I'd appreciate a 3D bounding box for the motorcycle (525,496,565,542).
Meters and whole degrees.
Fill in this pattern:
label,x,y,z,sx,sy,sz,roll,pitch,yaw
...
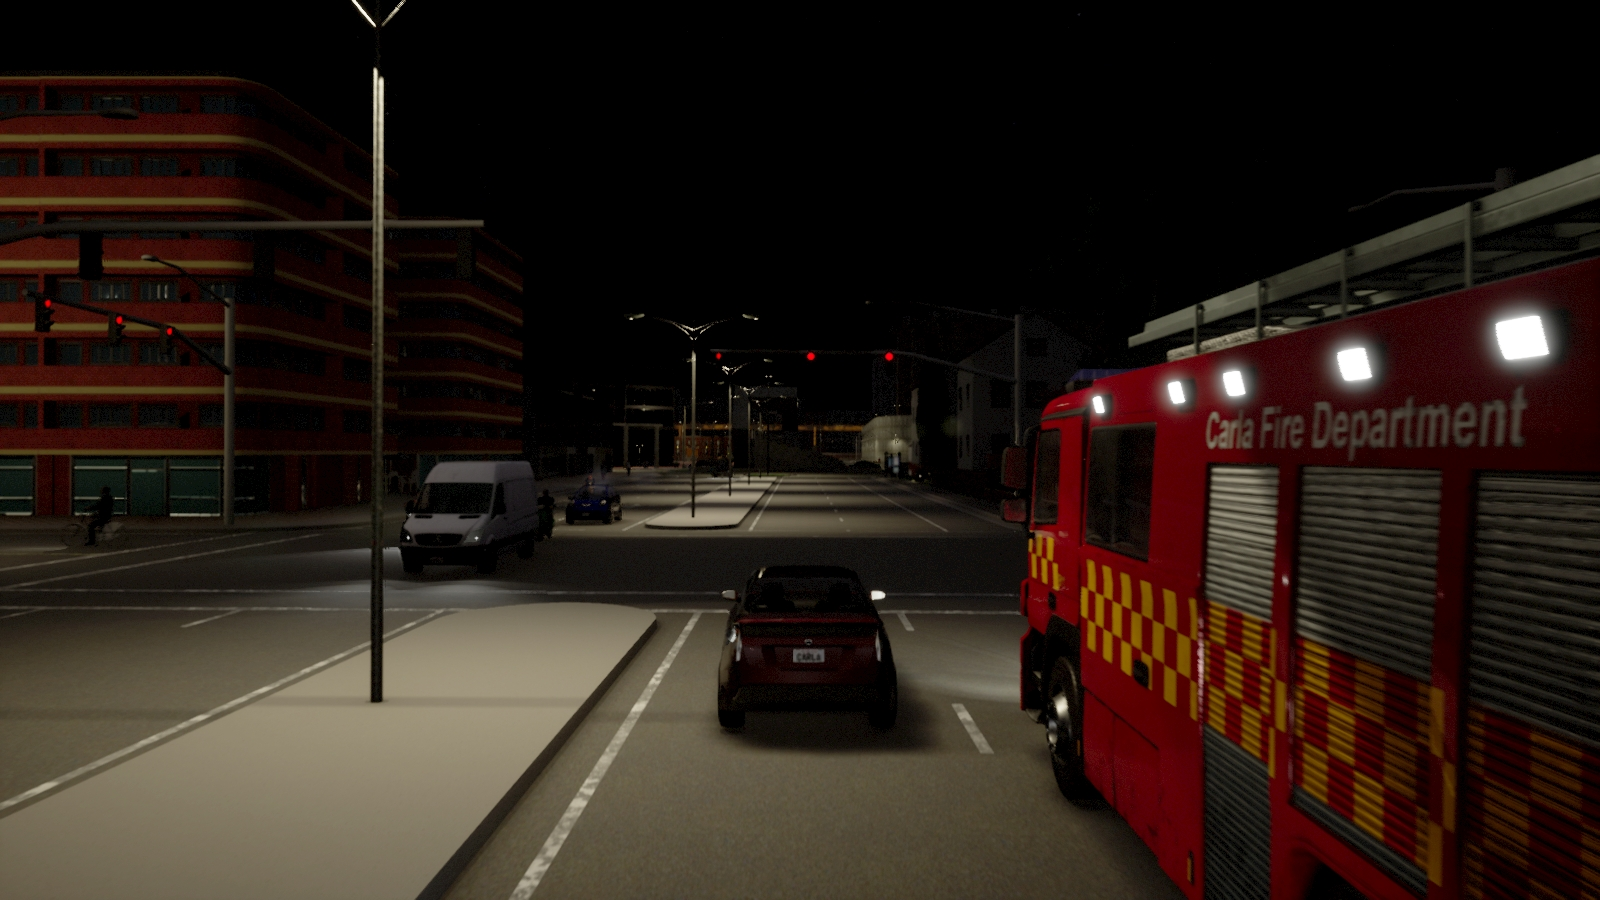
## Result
label,x,y,z,sx,sy,sz,roll,pitch,yaw
motorcycle,-8.012,2.165,35.966,0.856,1.341,1.805,0,0,0

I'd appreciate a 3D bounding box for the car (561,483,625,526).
label,x,y,z,sx,sy,sz,roll,pitch,yaw
car,-8.029,2.088,44.612,1.845,1.501,3.633,0,0,0

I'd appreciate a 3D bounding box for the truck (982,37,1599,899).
label,x,y,z,sx,sy,sz,roll,pitch,yaw
truck,3.241,0.915,7.026,2.891,3.827,8.468,0,0,0

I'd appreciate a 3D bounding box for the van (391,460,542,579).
label,x,y,z,sx,sy,sz,roll,pitch,yaw
van,-8.025,1.557,28.141,1.988,2.561,5.915,0,0,0

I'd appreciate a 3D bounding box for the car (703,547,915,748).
label,x,y,z,sx,sy,sz,roll,pitch,yaw
car,0.056,2.064,13.063,2.007,1.525,4.514,0,0,-1

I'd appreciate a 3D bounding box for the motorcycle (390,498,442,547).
label,x,y,z,sx,sy,sz,roll,pitch,yaw
motorcycle,-11.530,2.164,34.406,0.764,1.332,2.356,0,0,0
